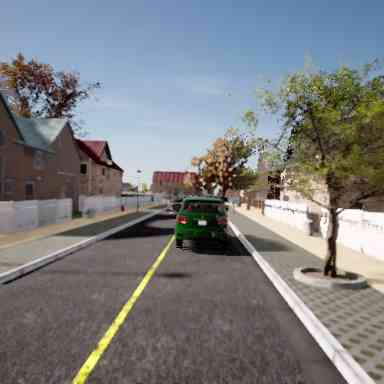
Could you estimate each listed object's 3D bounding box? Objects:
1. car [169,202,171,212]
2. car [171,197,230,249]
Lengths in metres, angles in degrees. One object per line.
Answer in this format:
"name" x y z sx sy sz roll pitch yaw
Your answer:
"car" -1.436 1.516 38.011 1.837 1.490 4.892 2 0 2
"car" 0.481 1.237 14.956 2.150 2.045 5.566 2 0 2
